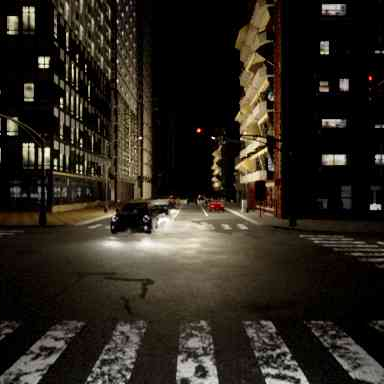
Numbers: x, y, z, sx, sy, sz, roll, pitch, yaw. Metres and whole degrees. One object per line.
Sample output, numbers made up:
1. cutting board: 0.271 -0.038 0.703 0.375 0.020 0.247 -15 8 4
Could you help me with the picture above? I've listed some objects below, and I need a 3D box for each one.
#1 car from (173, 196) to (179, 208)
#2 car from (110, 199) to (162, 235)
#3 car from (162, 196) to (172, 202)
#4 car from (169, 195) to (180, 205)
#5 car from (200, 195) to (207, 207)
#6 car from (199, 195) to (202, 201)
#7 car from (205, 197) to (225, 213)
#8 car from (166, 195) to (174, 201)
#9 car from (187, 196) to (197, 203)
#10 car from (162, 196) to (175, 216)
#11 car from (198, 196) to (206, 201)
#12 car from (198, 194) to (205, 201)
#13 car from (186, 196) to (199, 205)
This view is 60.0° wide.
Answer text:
1. car: -3.148 1.608 44.671 1.895 1.301 4.718 0 0 0
2. car: -3.108 1.332 18.667 2.097 1.767 4.553 1 0 0
3. car: -5.809 1.579 78.363 2.008 1.369 4.403 0 0 0
4. car: -3.087 1.491 56.647 1.882 1.535 5.008 0 0 0
5. car: 2.615 1.561 50.133 2.008 1.369 4.403 0 0 0
6. car: 2.607 1.564 55.782 2.008 1.369 4.403 0 0 0
7. car: 2.685 1.586 37.216 1.802 1.307 4.206 0 0 0
8. car: -5.827 1.584 89.660 1.887 1.381 4.507 0 0 0
9. car: -0.021 1.585 70.278 1.994 1.385 4.181 0 0 0
10. car: -3.147 1.494 32.909 2.128 1.511 4.902 0 0 0
11. car: 2.563 1.615 84.025 1.802 1.307 4.206 0 0 0
12. car: 2.554 1.479 89.673 1.967 1.590 4.097 0 0 0
13. car: 0.007 1.520 59.967 1.837 1.490 4.892 0 0 0
